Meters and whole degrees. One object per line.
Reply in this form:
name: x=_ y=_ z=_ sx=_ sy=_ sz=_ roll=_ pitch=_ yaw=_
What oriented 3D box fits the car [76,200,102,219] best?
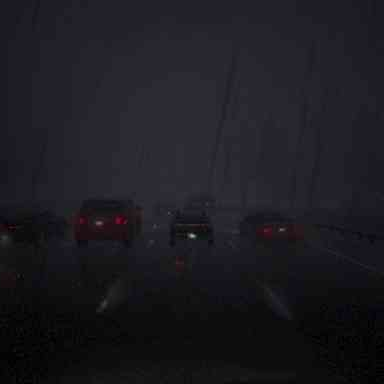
car: x=-9.424 y=1.560 z=30.749 sx=2.033 sy=1.411 sz=5.357 roll=0 pitch=0 yaw=-14

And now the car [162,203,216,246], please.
car: x=-0.090 y=1.492 z=15.207 sx=2.128 sy=1.511 sz=4.902 roll=0 pitch=0 yaw=-3

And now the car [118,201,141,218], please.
car: x=-6.038 y=1.614 z=31.636 sx=1.895 sy=1.301 sz=4.718 roll=0 pitch=0 yaw=-14

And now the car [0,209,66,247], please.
car: x=-7.083 y=1.513 z=14.888 sx=1.837 sy=1.490 sz=4.892 roll=0 pitch=0 yaw=-3

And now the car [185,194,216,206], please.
car: x=0.749 y=1.255 z=33.350 sx=2.150 sy=2.045 sz=5.566 roll=0 pitch=0 yaw=-14

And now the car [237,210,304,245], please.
car: x=3.407 y=1.560 z=15.367 sx=2.033 sy=1.411 sz=5.357 roll=0 pitch=0 yaw=-3

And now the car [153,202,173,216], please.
car: x=-2.644 y=1.614 z=32.493 sx=1.895 sy=1.301 sz=4.718 roll=0 pitch=0 yaw=-14

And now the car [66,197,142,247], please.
car: x=-3.588 y=1.255 z=15.078 sx=2.150 sy=2.045 sz=5.566 roll=0 pitch=0 yaw=-3
